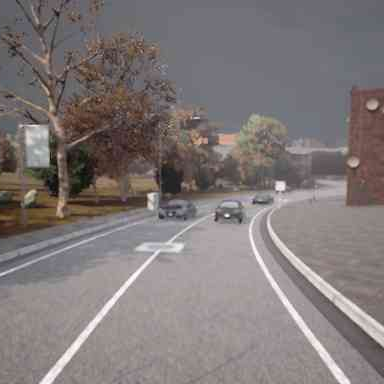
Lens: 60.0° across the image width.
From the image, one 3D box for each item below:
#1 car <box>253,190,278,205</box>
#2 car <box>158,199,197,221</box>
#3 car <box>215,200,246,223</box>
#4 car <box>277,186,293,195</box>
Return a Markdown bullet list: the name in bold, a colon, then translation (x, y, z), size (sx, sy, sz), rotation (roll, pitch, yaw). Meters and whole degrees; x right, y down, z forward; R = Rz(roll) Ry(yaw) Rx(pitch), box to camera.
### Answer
- **car**: translation (8.857, 0.812, 40.964), size (1.994, 1.385, 4.181), rotation (3, 3, 25)
- **car**: translation (-0.943, 1.226, 23.782), size (1.994, 1.385, 4.181), rotation (1, 2, 14)
- **car**: translation (2.729, 1.267, 23.327), size (1.812, 1.442, 4.674), rotation (1, 1, 13)
- **car**: translation (16.961, -0.381, 61.308), size (1.837, 1.490, 4.892), rotation (5, 5, 38)
